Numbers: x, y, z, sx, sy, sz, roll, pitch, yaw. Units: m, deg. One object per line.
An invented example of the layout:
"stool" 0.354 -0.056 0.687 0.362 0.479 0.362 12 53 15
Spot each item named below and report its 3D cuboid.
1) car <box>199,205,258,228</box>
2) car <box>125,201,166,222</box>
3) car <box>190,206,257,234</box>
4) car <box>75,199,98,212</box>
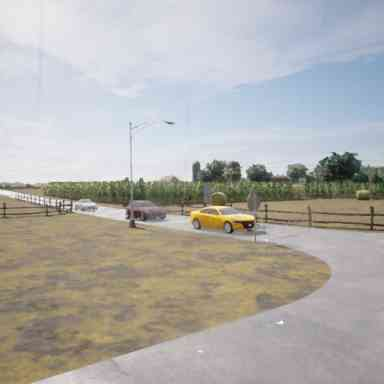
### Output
"car" 2.571 1.743 24.645 1.895 1.301 4.718 -1 0 -31
"car" -4.147 1.575 29.436 2.097 1.767 4.553 -1 1 -35
"car" 1.855 1.646 20.996 1.882 1.535 5.008 -1 0 -35
"car" -13.684 1.695 42.891 1.812 1.442 4.674 -1 1 -35
